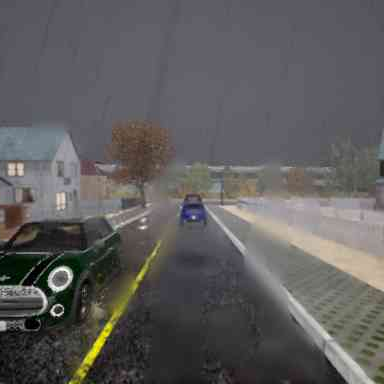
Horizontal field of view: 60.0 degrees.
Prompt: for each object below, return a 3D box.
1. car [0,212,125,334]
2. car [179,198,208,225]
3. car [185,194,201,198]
[{"bbox_3d":[-2.845,1.350,7.083,2.097,1.767,4.553,0,0,0],"label":"car"},{"bbox_3d":[0.108,1.475,24.141,1.882,1.535,5.008,0,0,0],"label":"car"},{"bbox_3d":[0.110,1.232,38.923,2.150,2.045,5.566,0,0,0],"label":"car"}]
